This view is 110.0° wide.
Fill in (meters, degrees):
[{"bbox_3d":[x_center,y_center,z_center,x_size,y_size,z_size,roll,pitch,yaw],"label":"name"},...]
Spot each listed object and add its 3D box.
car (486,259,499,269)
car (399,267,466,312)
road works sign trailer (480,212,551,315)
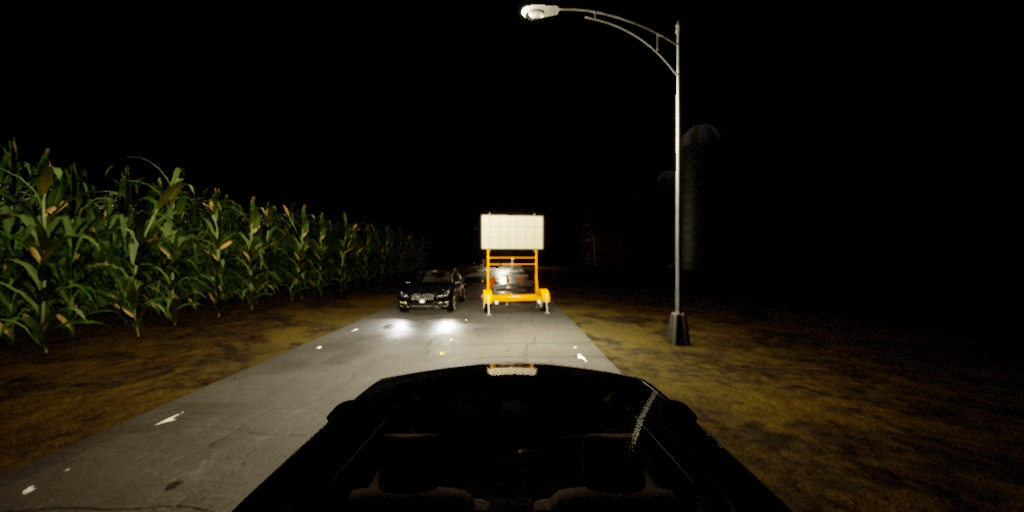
[{"bbox_3d":[-3.163,1.269,58.314,1.882,1.535,5.008,0,-1,0],"label":"car"},{"bbox_3d":[-2.920,1.218,13.992,1.837,1.490,4.892,0,0,0],"label":"car"},{"bbox_3d":[-0.011,0.179,13.423,2.380,3.560,2.880,0,0,-10],"label":"road works sign trailer"}]
